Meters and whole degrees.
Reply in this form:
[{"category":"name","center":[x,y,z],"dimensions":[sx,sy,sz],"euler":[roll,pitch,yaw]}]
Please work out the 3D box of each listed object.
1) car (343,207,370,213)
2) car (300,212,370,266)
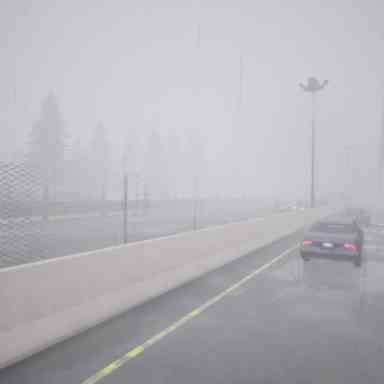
[{"category":"car","center":[12.925,1.851,26.225],"dimensions":[1.994,1.385,4.181],"euler":[0,0,29]},{"category":"car","center":[5.307,1.673,12.242],"dimensions":[2.033,1.411,5.357],"euler":[0,0,29]}]
